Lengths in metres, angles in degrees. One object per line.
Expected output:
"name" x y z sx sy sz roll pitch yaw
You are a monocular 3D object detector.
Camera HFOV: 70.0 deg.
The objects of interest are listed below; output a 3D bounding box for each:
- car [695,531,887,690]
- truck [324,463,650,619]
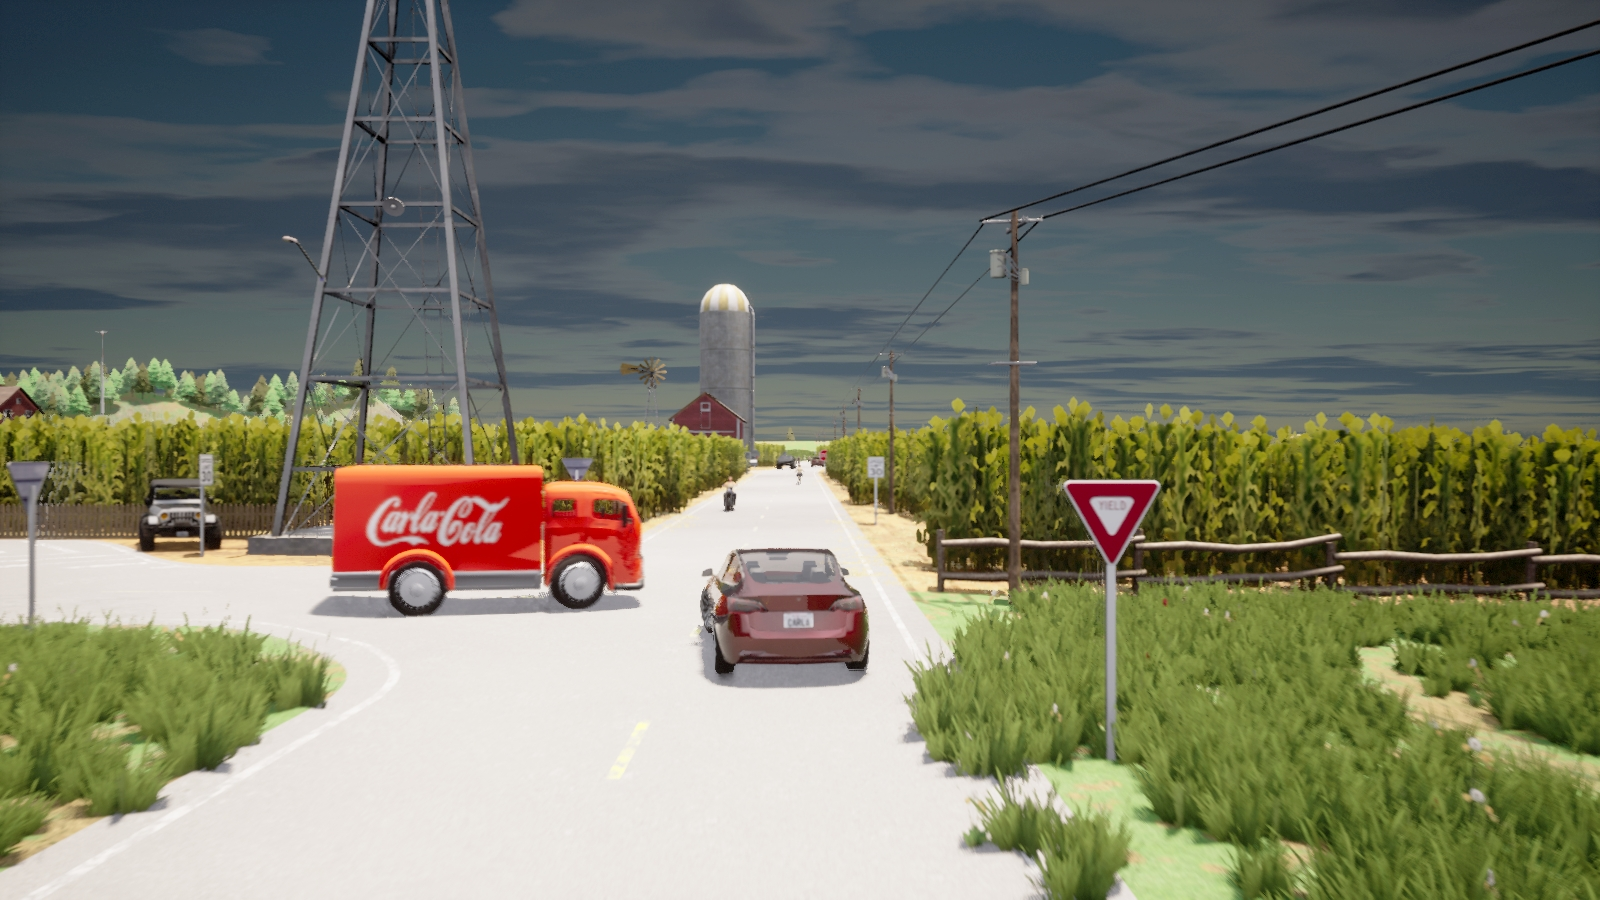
"car" -0.312 2.057 15.848 2.163 1.488 4.792 0 0 -7
"truck" -5.434 1.522 20.339 5.204 2.467 2.627 1 1 -13
